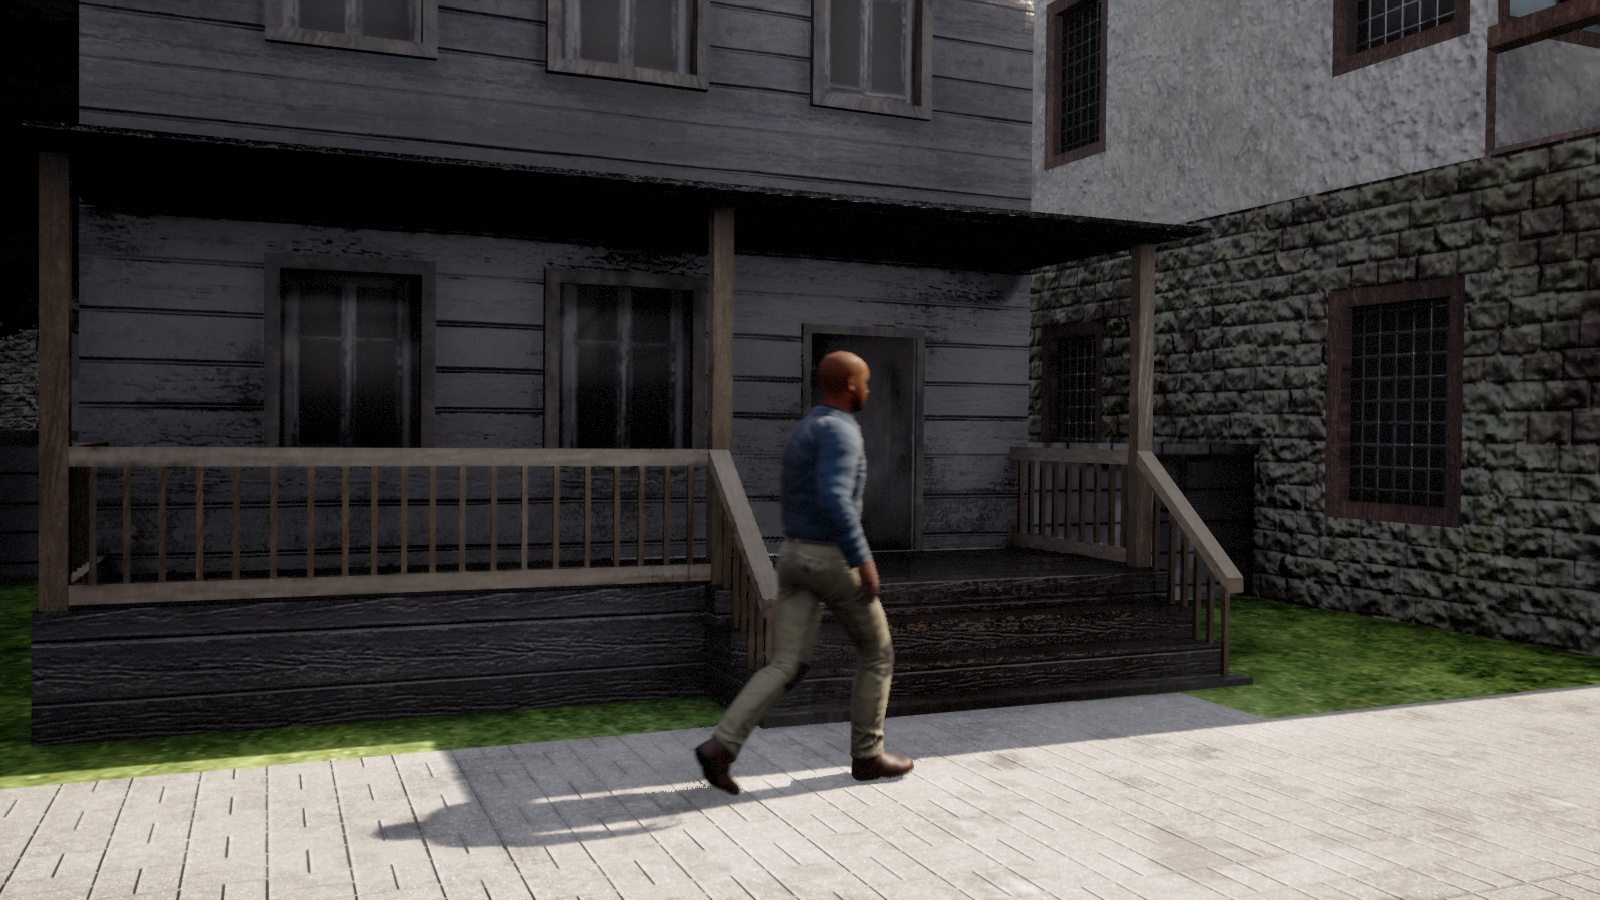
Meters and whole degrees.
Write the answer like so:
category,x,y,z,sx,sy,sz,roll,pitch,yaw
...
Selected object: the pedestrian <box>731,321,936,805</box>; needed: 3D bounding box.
category,x,y,z,sx,sy,sz,roll,pitch,yaw
pedestrian,0.137,0.423,5.093,0.726,1.835,0.370,-1,1,-29
